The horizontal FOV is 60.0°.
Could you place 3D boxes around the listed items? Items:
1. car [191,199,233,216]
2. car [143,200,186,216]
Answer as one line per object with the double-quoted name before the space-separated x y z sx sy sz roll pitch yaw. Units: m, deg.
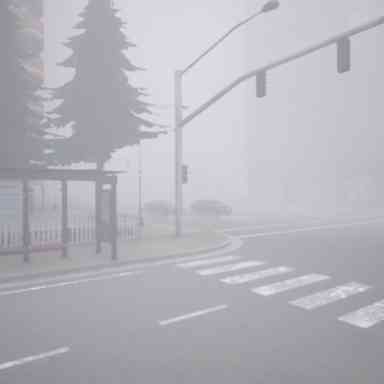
"car" 1.801 1.431 31.557 1.837 1.490 4.892 0 0 -35
"car" -2.770 1.497 31.958 2.033 1.411 5.357 0 0 -35
